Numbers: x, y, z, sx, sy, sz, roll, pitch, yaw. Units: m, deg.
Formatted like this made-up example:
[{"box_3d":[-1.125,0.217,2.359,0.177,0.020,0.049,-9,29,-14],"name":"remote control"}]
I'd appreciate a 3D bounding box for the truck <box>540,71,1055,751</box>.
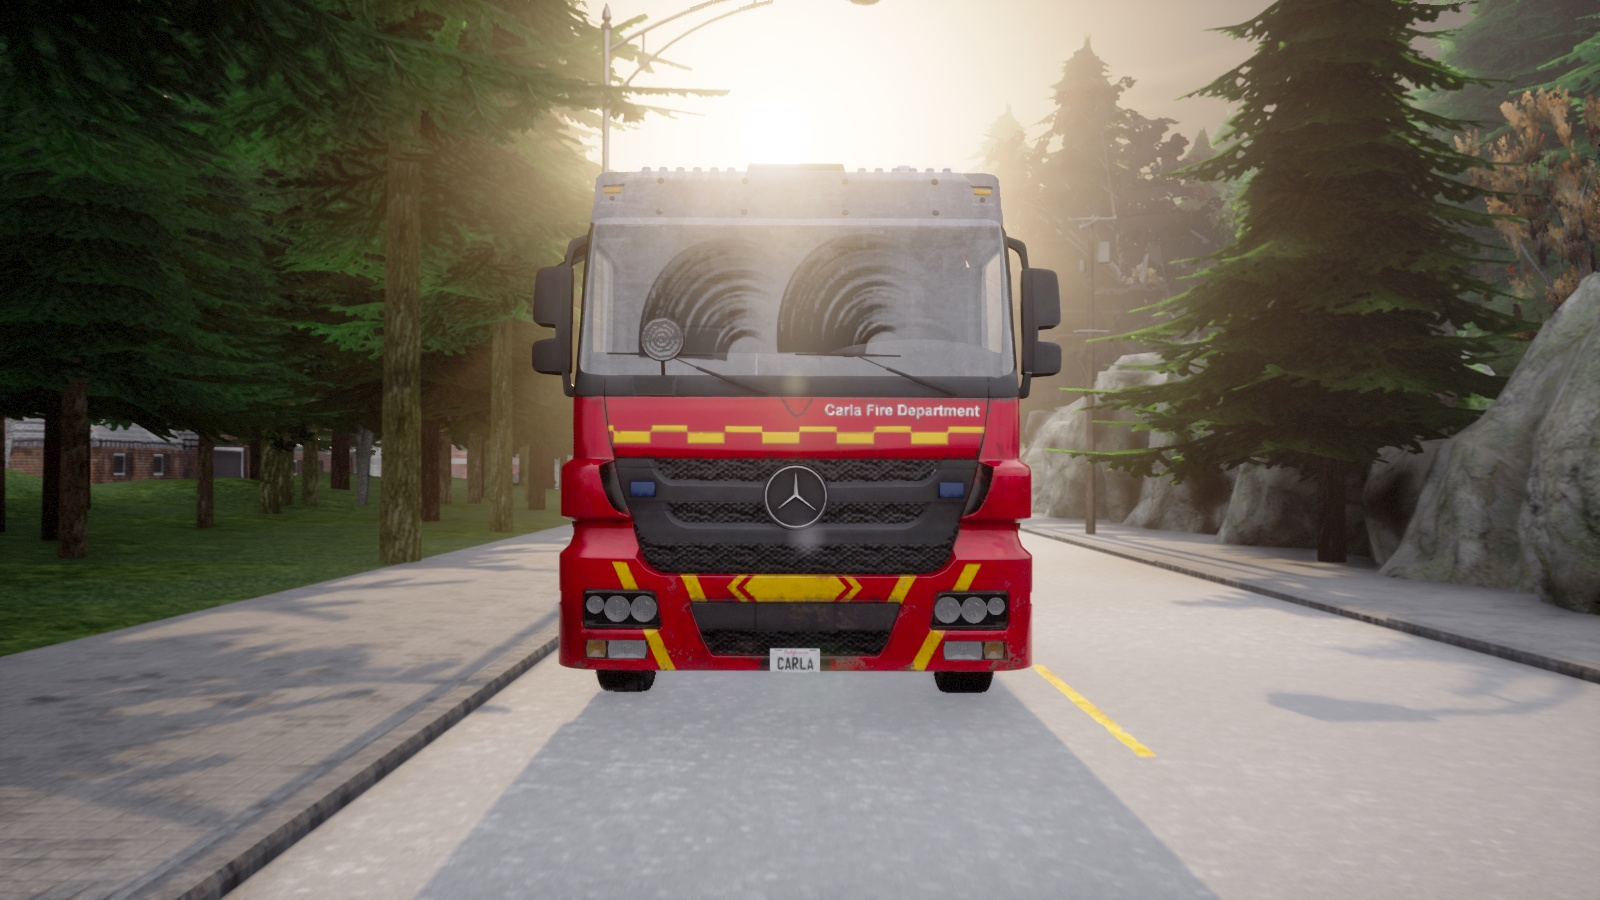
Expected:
[{"box_3d":[-0.031,-0.160,11.320,2.891,3.827,8.468,0,-1,0],"name":"truck"}]
